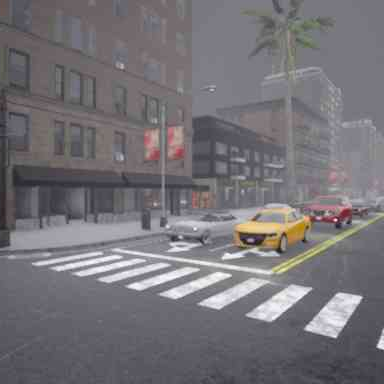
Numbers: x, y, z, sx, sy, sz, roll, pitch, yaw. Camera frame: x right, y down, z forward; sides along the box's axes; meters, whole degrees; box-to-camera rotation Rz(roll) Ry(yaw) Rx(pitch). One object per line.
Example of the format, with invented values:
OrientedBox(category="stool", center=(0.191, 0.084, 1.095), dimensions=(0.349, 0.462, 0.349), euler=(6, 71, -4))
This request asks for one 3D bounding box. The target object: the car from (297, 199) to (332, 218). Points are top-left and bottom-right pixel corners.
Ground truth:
OrientedBox(category="car", center=(11.664, 1.488, 31.498), dimensions=(1.882, 1.535, 5.008), euler=(0, 0, 35))

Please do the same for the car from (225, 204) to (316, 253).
OrientedBox(category="car", center=(3.529, 1.477, 14.115), dimensions=(1.882, 1.535, 5.008), euler=(0, 0, 34))

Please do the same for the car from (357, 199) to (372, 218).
OrientedBox(category="car", center=(14.919, 1.620, 30.484), dimensions=(1.895, 1.301, 4.718), euler=(0, 0, 35))

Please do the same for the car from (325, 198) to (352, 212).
OrientedBox(category="car", center=(17.658, 1.531, 39.996), dimensions=(1.837, 1.490, 4.892), euler=(0, 0, 37))

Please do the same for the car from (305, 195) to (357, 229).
OrientedBox(category="car", center=(9.204, 1.229, 22.282), dimensions=(2.150, 2.045, 5.566), euler=(0, 0, 35))

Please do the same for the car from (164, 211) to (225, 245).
OrientedBox(category="car", center=(0.755, 1.593, 15.838), dimensions=(1.895, 1.301, 4.718), euler=(0, 0, 35))

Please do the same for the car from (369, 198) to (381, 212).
OrientedBox(category="car", center=(20.713, 1.539, 38.730), dimensions=(1.837, 1.490, 4.892), euler=(0, 0, 36))
